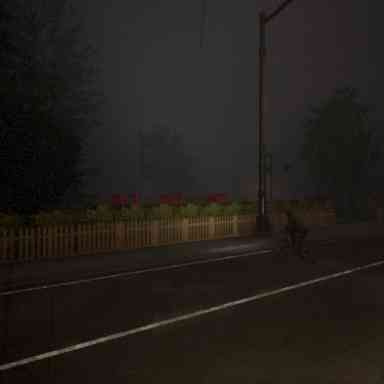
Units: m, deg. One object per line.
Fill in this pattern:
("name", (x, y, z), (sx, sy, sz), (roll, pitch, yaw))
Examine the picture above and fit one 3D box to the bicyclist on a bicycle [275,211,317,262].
("bicyclist on a bicycle", (3.384, 1.455, 11.006), (0.582, 1.620, 1.656), (0, -2, -37))
